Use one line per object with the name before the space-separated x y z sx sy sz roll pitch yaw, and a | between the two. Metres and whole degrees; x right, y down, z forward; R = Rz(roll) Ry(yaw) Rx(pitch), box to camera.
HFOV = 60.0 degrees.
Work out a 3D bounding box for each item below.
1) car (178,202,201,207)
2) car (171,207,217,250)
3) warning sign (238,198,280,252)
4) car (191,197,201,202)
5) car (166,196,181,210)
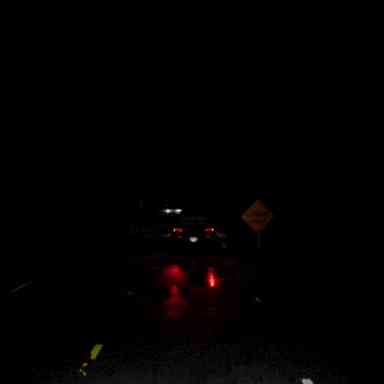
car | 0.058 1.752 28.080 1.895 1.301 4.718 0 0 0
car | 0.070 1.598 14.662 1.812 1.442 4.674 0 -1 0
warning sign | 2.429 1.176 12.237 1.300 1.860 1.060 -1 -2 0
car | 0.955 2.272 82.262 2.150 2.045 5.566 0 -2 0
car | -2.835 1.670 52.007 2.150 2.045 5.566 0 -1 0
